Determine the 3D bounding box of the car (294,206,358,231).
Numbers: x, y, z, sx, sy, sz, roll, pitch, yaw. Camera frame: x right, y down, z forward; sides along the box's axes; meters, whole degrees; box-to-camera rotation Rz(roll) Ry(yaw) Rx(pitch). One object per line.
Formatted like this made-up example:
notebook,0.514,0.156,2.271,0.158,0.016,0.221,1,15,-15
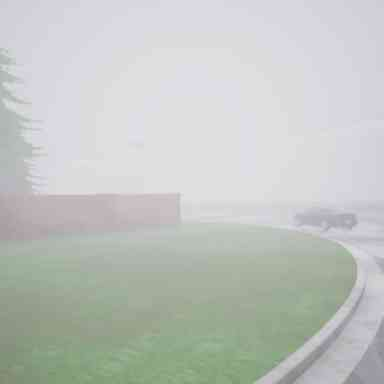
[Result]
car,8.657,1.664,22.073,1.882,1.535,5.008,-1,-1,-14
